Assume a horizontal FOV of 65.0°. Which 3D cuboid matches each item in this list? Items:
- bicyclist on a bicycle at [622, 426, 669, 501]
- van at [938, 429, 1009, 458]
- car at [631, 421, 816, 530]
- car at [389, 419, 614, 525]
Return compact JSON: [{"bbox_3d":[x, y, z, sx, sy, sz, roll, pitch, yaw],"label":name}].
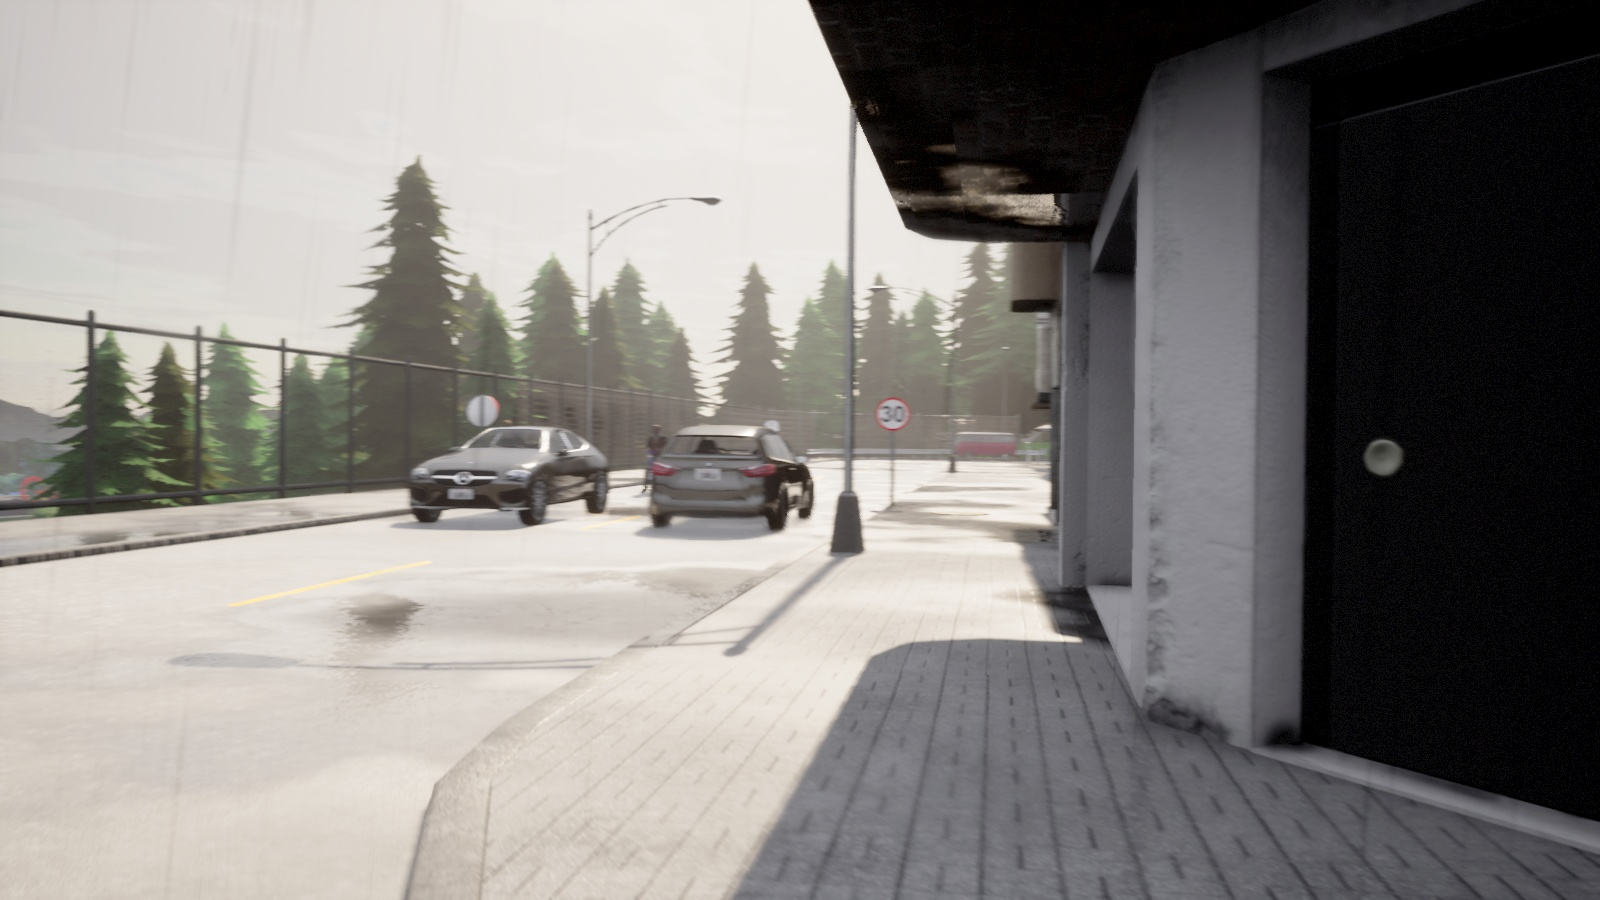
[{"bbox_3d":[-3.792,0.317,30.967,0.659,1.776,1.843,0,0,8],"label":"bicyclist on a bicycle"},{"bbox_3d":[11.897,-0.456,86.236,4.442,1.987,1.775,0,0,-9],"label":"van"},{"bbox_3d":[-1.153,0.369,21.505,2.242,1.667,4.611,0,1,8],"label":"car"},{"bbox_3d":[-5.085,0.321,22.251,2.152,1.651,5.027,0,1,8],"label":"car"}]
